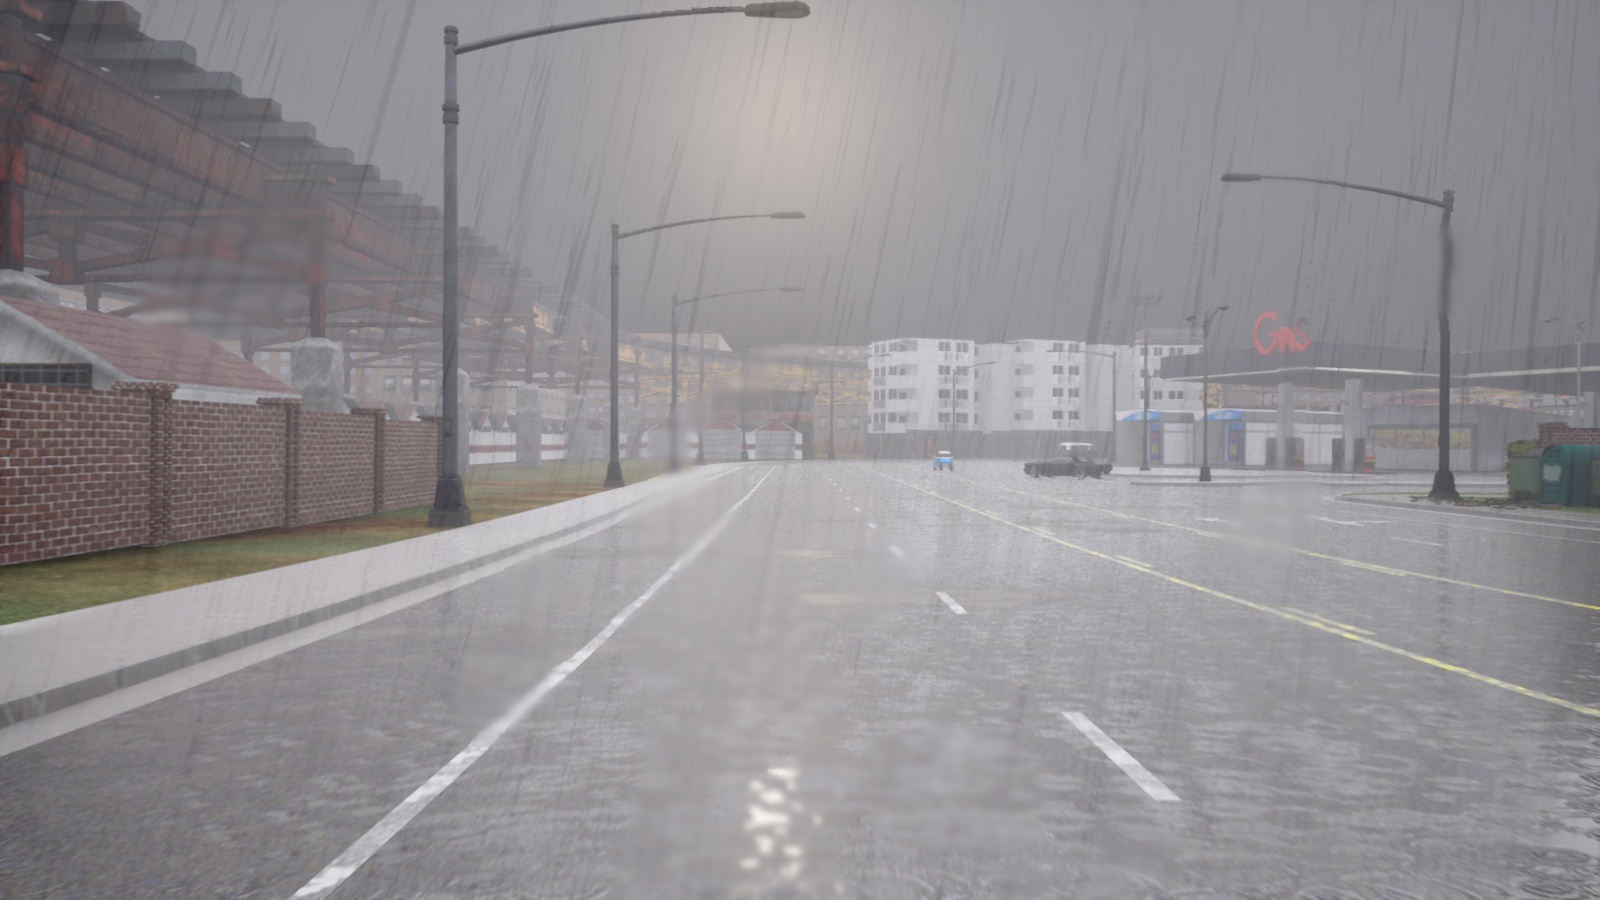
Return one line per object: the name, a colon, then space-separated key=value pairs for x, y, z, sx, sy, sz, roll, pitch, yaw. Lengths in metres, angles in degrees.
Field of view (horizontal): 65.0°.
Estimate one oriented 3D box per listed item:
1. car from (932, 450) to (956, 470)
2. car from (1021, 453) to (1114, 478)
car: x=10.295 y=0.680 z=89.723 sx=1.481 sy=1.376 sz=2.207 roll=0 pitch=1 yaw=0
car: x=14.716 y=0.825 z=69.329 sx=4.718 sy=1.301 sz=1.895 roll=0 pitch=1 yaw=43
